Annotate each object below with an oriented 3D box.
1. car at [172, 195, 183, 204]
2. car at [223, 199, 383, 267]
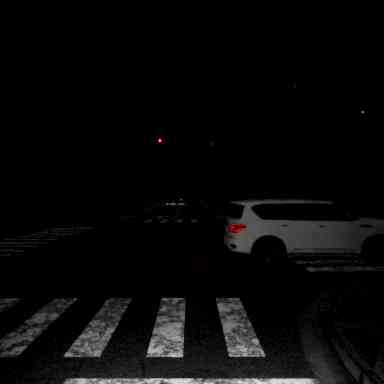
[{"bbox_3d":[-2.967,1.498,69.308,2.097,1.767,4.553,0,0,0],"label":"car"},{"bbox_3d":[3.813,1.233,10.978,5.566,2.045,2.150,-1,-1,0],"label":"car"}]
